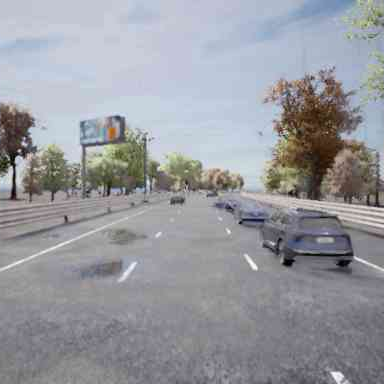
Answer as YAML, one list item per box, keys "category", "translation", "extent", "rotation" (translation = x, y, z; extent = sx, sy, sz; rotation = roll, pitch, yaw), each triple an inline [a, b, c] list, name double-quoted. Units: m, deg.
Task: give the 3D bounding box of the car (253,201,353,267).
- category: "car"
  translation: [3.555, 1.318, 11.064]
  extent: [2.033, 1.649, 4.856]
  rotation: [0, 1, 1]

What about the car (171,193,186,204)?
- category: "car"
  translation: [-1.977, 0.956, 48.821]
  extent: [2.128, 1.511, 4.902]
  rotation: [1, 1, 4]

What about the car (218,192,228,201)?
- category: "car"
  translation: [6.147, 0.812, 65.378]
  extent: [1.882, 1.535, 5.008]
  rotation: [0, 1, 5]

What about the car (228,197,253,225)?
- category: "car"
  translation: [3.769, 1.316, 21.940]
  extent: [2.033, 1.411, 5.357]
  rotation: [0, 1, 2]

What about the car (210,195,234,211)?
- category: "car"
  translation: [3.648, 1.243, 33.771]
  extent: [1.895, 1.301, 4.718]
  rotation: [0, 1, -15]

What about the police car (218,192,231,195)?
- category: "police car"
  translation: [4.655, 1.047, 43.676]
  extent: [2.038, 1.542, 4.974]
  rotation: [0, 1, 3]

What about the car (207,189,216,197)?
- category: "car"
  translation: [5.053, 0.627, 89.923]
  extent: [1.812, 1.442, 4.674]
  rotation: [0, 1, 7]
